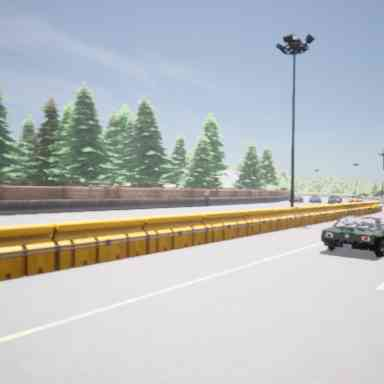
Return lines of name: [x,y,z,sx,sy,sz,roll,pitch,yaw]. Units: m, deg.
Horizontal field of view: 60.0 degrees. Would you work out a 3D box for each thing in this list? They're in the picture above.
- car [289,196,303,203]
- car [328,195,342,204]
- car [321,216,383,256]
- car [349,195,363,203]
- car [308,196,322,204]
car: [20.676,1.419,65.714,2.033,1.411,5.357,1,0,30]
car: [26.982,1.338,62.684,2.097,1.767,4.553,1,0,30]
car: [6.893,1.609,13.257,1.895,1.301,4.718,1,0,41]
car: [30.123,1.390,61.137,2.097,1.767,4.553,1,0,30]
car: [23.816,1.455,64.181,1.812,1.442,4.674,1,0,30]
